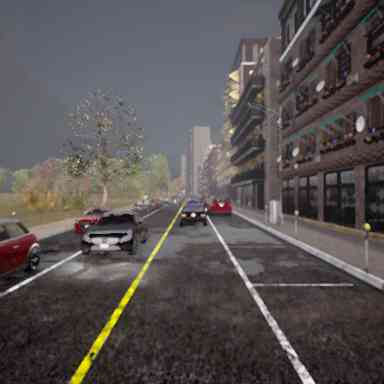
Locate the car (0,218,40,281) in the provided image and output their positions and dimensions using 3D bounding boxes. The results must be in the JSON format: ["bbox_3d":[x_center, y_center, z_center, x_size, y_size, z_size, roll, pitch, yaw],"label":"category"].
[{"bbox_3d":[-5.307,1.427,7.829,1.967,1.590,4.097,1,0,0],"label":"car"}]

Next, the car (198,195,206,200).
[{"bbox_3d":[2.550,1.427,87.723,1.887,1.381,4.507,1,0,0],"label":"car"}]

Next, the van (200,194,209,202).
[{"bbox_3d":[2.557,1.241,70.739,1.690,1.788,3.998,1,0,0],"label":"van"}]

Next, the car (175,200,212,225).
[{"bbox_3d":[0.093,1.510,23.416,2.033,1.411,5.357,0,0,0],"label":"car"}]

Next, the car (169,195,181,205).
[{"bbox_3d":[-2.824,1.271,54.722,2.097,1.767,4.553,0,0,0],"label":"car"}]

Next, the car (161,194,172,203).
[{"bbox_3d":[-5.324,1.341,70.023,1.967,1.590,4.097,1,0,0],"label":"car"}]

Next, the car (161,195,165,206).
[{"bbox_3d":[-5.319,1.474,47.407,1.887,1.381,4.507,1,0,0],"label":"car"}]

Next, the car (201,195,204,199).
[{"bbox_3d":[2.561,1.494,48.096,1.947,1.339,4.313,1,0,0],"label":"car"}]

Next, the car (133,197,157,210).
[{"bbox_3d":[-5.316,1.495,36.099,2.008,1.369,4.403,1,0,0],"label":"car"}]

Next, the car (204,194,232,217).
[{"bbox_3d":[2.568,1.266,31.113,2.192,1.841,5.009,1,0,0],"label":"car"}]

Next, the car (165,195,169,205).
[{"bbox_3d":[-5.321,1.472,53.061,2.008,1.369,4.403,1,0,0],"label":"car"}]

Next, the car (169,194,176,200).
[{"bbox_3d":[-5.331,1.404,92.468,1.752,1.417,4.829,1,0,0],"label":"car"}]

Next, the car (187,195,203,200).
[{"bbox_3d":[0.089,1.462,41.322,1.812,1.442,4.674,0,0,0],"label":"car"}]

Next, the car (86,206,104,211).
[{"bbox_3d":[-5.312,1.514,19.137,1.887,1.381,4.507,1,0,0],"label":"car"}]

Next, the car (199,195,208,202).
[{"bbox_3d":[2.553,1.459,76.400,1.947,1.339,4.313,1,0,0],"label":"car"}]

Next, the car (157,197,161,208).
[{"bbox_3d":[-5.318,1.518,41.754,1.802,1.307,4.206,1,0,0],"label":"car"}]

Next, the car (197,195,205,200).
[{"bbox_3d":[2.549,1.444,93.383,1.947,1.339,4.313,1,0,0],"label":"car"}]

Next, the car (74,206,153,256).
[{"bbox_3d":[-2.854,1.504,13.169,1.812,1.442,4.674,0,0,0],"label":"car"}]
